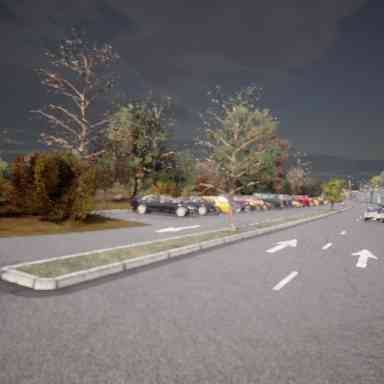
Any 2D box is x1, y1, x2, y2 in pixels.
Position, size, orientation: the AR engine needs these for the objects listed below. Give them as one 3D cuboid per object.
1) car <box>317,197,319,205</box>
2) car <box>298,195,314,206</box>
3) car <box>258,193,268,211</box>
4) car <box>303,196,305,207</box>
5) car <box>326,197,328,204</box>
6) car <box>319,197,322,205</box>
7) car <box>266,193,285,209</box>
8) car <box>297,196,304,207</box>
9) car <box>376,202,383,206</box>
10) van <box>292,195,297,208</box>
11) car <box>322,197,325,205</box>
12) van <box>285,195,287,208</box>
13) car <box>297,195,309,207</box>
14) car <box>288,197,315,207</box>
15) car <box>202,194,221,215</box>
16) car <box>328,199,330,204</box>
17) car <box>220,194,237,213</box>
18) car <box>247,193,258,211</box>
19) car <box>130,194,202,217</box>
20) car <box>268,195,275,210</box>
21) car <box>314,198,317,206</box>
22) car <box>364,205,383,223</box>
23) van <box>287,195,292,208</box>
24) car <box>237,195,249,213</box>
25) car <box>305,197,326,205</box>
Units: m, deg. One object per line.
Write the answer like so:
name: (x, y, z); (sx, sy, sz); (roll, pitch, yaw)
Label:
car: (23.525, 1.941, 69.989); (4.553, 1.767, 2.185); (4, 1, 9)
car: (19.163, 1.621, 62.200); (5.566, 2.045, 2.435); (4, 1, 9)
car: (6.097, 1.167, 38.842); (4.553, 1.767, 2.185); (4, 1, 9)
car: (16.234, 1.772, 57.014); (4.792, 1.488, 2.163); (3, 1, 9)
car: (30.417, 2.362, 83.087); (5.008, 1.535, 2.097); (3, 1, 7)
car: (24.909, 2.126, 72.597); (5.008, 1.535, 2.097); (4, 1, 9)
car: (8.964, 1.168, 44.040); (5.566, 2.045, 2.435); (4, 1, 9)
car: (14.993, 1.688, 54.390); (5.366, 1.575, 1.946); (4, 0, 9)
car: (24.649, 2.530, 44.545); (1.882, 1.535, 5.008); (5, 1, 30)
van: (13.479, 1.396, 51.807); (4.442, 1.987, 1.878); (4, 0, 9)
car: (27.652, 2.274, 77.832); (4.792, 1.488, 2.163); (4, 1, 8)
van: (10.565, 1.267, 46.615); (4.442, 1.987, 1.878); (4, 0, 9)
car: (17.749, 1.840, 59.606); (4.792, 1.488, 2.163); (4, 0, 9)
car: (22.065, 2.003, 67.391); (4.892, 1.521, 2.231); (4, 1, 9)
car: (-0.393, 1.004, 27.394); (4.892, 1.521, 2.231); (4, 1, 9)
car: (32.888, 2.458, 88.399); (5.366, 1.575, 1.946); (3, 1, 7)
car: (1.085, 1.063, 30.377); (5.366, 1.575, 1.946); (4, 1, 9)
car: (4.576, 1.098, 36.267); (4.553, 1.767, 2.185); (4, 0, 9)
car: (-2.071, 0.928, 24.444); (4.892, 1.521, 2.231); (4, 0, 10)
car: (7.514, 1.395, 41.450); (4.674, 1.452, 2.002); (4, 0, 9)
car: (20.806, 1.946, 64.772); (5.366, 1.575, 1.946); (4, 0, 9)
car: (19.181, 2.413, 34.773); (1.895, 1.301, 4.718); (5, 1, 30)
van: (12.022, 1.332, 49.211); (4.442, 1.987, 1.878); (4, 0, 9)
car: (2.960, 1.182, 33.307); (4.792, 1.488, 2.163); (4, 0, 9)
car: (31.727, 2.291, 85.739); (4.553, 1.767, 2.185); (3, 0, 7)
